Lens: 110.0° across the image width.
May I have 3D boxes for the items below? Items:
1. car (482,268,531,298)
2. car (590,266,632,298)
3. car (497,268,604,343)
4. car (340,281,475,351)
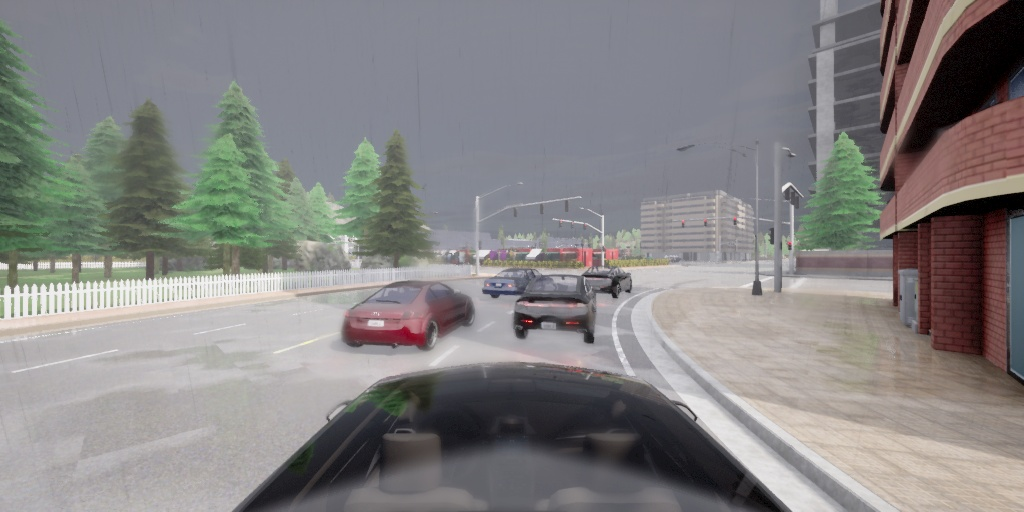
[{"bbox_3d":[0.483,1.297,17.855,2.033,1.411,5.357,0,0,25],"label":"car"},{"bbox_3d":[4.856,1.236,18.364,2.128,1.511,4.902,1,1,29],"label":"car"},{"bbox_3d":[1.355,1.242,9.807,2.128,1.511,4.902,0,0,14],"label":"car"},{"bbox_3d":[-2.356,1.314,9.140,1.994,1.385,4.181,0,0,10],"label":"car"}]
